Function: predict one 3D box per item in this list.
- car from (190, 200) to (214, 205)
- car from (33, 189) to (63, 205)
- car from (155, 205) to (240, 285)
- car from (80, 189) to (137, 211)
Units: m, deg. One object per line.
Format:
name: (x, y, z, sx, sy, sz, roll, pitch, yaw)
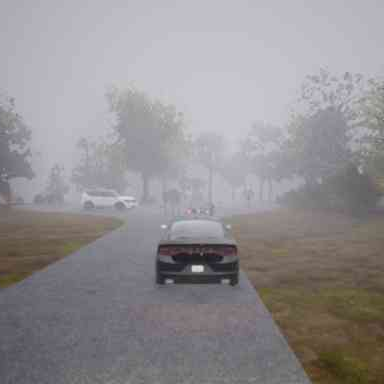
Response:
car: (0.706, 1.235, 23.532, 2.033, 1.411, 5.357, 0, 1, 7)
car: (-19.760, 0.610, 45.986, 2.150, 2.045, 5.566, -1, 1, 1)
car: (0.121, 1.354, 9.179, 1.882, 1.535, 5.008, 0, 1, 0)
car: (-8.230, 0.779, 32.641, 5.566, 2.045, 2.150, 1, 1, 14)
